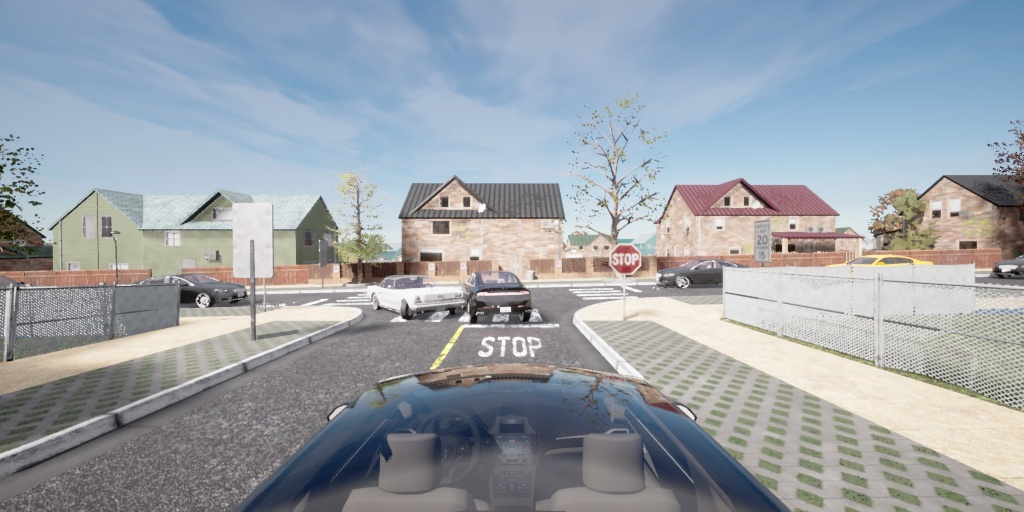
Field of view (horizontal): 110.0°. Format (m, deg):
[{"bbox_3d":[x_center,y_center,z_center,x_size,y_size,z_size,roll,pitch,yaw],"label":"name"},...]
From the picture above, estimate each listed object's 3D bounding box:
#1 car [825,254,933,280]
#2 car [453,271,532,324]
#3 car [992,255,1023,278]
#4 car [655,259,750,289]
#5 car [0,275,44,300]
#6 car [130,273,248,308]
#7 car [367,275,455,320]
[{"bbox_3d":[19.769,0.690,19.514,5.008,1.535,1.882,-1,1,-1],"label":"car"},{"bbox_3d":[-0.680,1.242,12.078,2.128,1.511,4.902,0,0,-12],"label":"car"},{"bbox_3d":[29.393,0.478,19.546,4.902,1.511,2.128,-1,1,0],"label":"car"},{"bbox_3d":[10.339,0.925,19.481,4.902,1.511,2.128,-1,1,0],"label":"car"},{"bbox_3d":[-24.233,1.648,16.402,4.553,1.767,2.097,-1,1,0],"label":"car"},{"bbox_3d":[-14.895,1.566,16.439,4.902,1.511,2.128,-1,1,0],"label":"car"},{"bbox_3d":[-3.597,1.367,12.938,1.895,1.301,4.718,0,0,-38],"label":"car"}]
